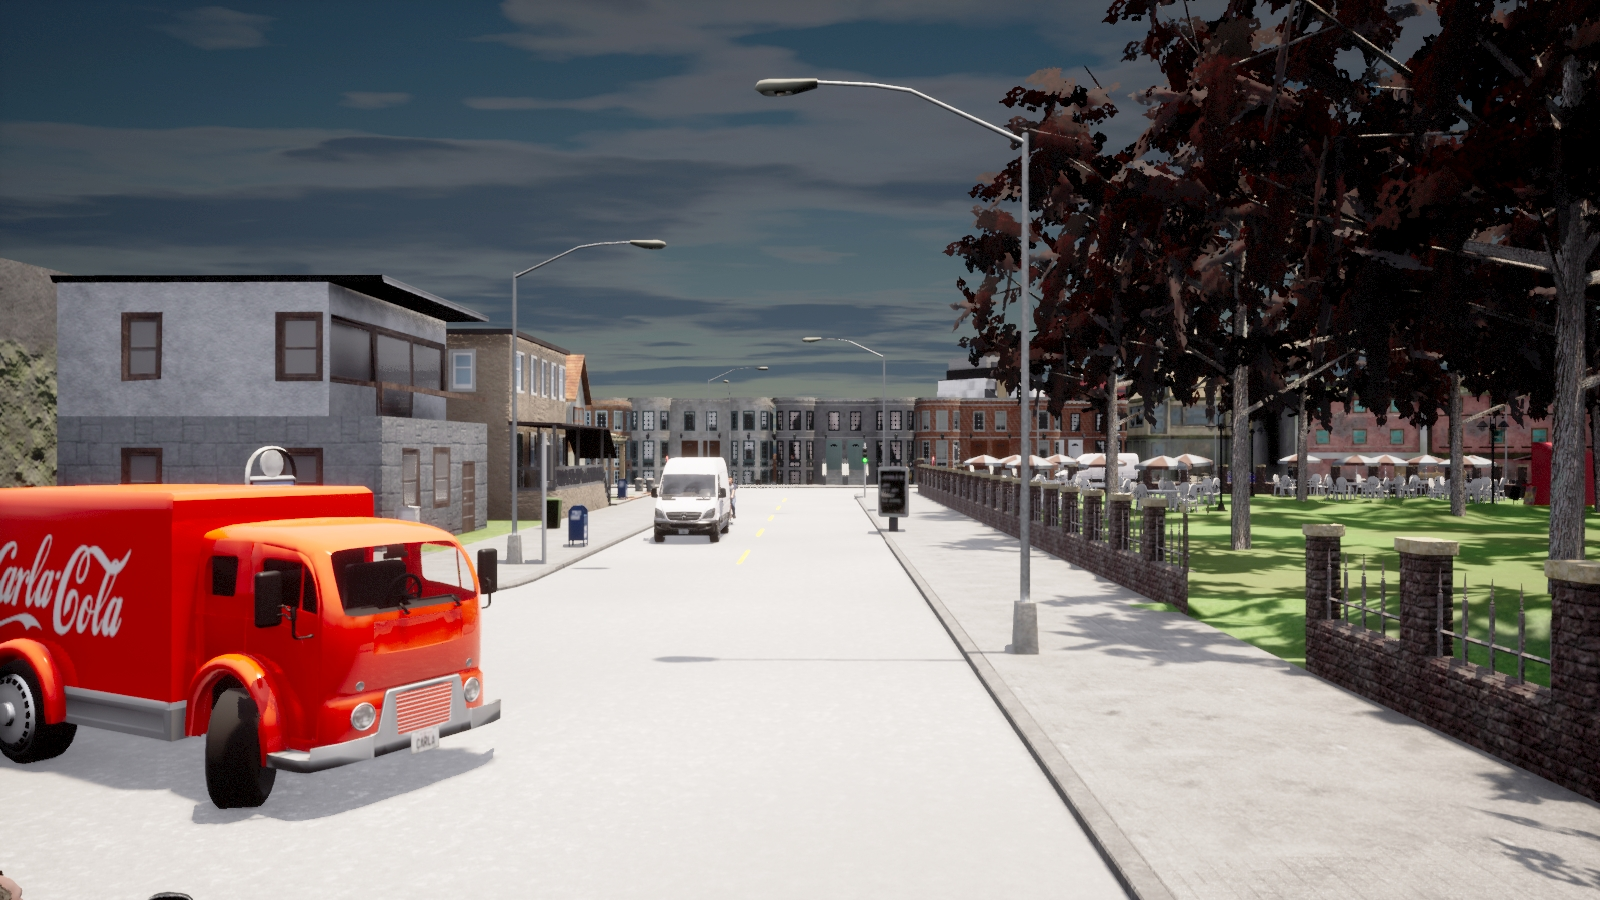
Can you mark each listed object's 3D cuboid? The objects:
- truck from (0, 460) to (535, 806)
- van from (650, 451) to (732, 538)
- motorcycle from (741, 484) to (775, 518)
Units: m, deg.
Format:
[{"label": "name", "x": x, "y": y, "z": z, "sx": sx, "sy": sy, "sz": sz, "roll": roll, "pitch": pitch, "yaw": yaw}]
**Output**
[{"label": "truck", "x": -5.367, "y": 1.349, "z": 10.686, "sx": 5.204, "sy": 2.467, "sz": 2.627, "roll": 0, "pitch": 0, "yaw": 29}, {"label": "van", "x": -3.393, "y": 1.314, "z": 36.728, "sx": 1.988, "sy": 2.561, "sz": 5.915, "roll": 0, "pitch": 0, "yaw": 1}, {"label": "motorcycle", "x": -1.677, "y": 1.985, "z": 45.065, "sx": 0.867, "sy": 1.251, "sz": 2.209, "roll": 0, "pitch": 0, "yaw": -15}]
